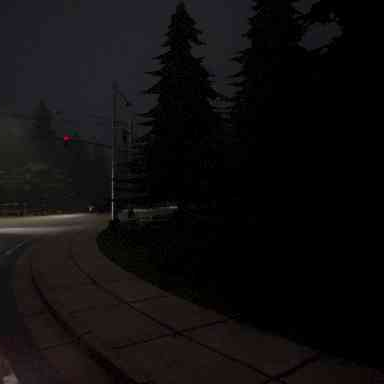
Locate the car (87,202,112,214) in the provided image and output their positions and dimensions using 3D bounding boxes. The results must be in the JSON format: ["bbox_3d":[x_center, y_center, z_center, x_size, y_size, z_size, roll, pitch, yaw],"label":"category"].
[{"bbox_3d":[-9.297,1.492,36.270,2.128,1.511,4.902,0,0,26],"label":"car"}]

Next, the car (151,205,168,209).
[{"bbox_3d":[-5.118,1.353,44.489,2.097,1.767,4.553,0,0,28],"label":"car"}]
